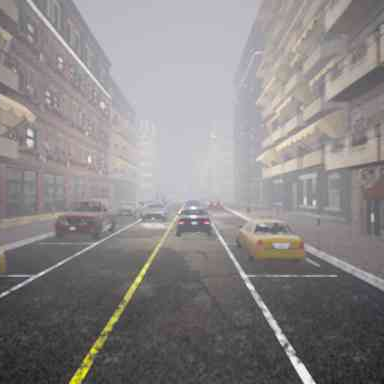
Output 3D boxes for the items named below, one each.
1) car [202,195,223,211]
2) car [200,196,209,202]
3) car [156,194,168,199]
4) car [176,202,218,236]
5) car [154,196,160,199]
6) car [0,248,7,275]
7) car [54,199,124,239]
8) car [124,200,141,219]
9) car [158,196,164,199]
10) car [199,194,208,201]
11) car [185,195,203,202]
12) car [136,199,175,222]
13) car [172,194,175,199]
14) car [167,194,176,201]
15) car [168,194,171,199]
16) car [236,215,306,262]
[{"bbox_3d":[2.603,1.392,39.471,1.967,1.590,4.097,1,0,0],"label":"car"},{"bbox_3d":[2.624,1.488,72.766,1.802,1.307,4.206,1,0,0],"label":"car"},{"bbox_3d":[-5.271,1.489,50.554,2.008,1.369,4.403,1,0,0],"label":"car"},{"bbox_3d":[0.111,1.525,18.305,2.033,1.411,5.357,0,0,0],"label":"car"},{"bbox_3d":[-5.279,1.535,39.455,1.802,1.307,4.206,1,0,0],"label":"car"},{"bbox_3d":[-5.301,1.519,5.991,1.752,1.417,4.829,1,0,0],"label":"car"},{"bbox_3d":[-5.291,1.295,17.259,2.192,1.841,5.009,1,0,0],"label":"car"},{"bbox_3d":[-5.286,1.518,28.358,2.008,1.369,4.403,1,0,0],"label":"car"},{"bbox_3d":[-5.275,1.528,45.004,1.802,1.307,4.206,1,0,0],"label":"car"},{"bbox_3d":[2.630,1.339,78.315,1.967,1.590,4.097,1,0,0],"label":"car"},{"bbox_3d":[0.130,1.428,41.200,1.882,1.535,5.008,0,0,0],"label":"car"},{"bbox_3d":[-2.732,1.516,26.149,2.033,1.411,5.357,0,0,0],"label":"car"},{"bbox_3d":[-5.257,1.482,78.298,1.802,1.307,4.206,1,0,0],"label":"car"},{"bbox_3d":[-5.255,1.332,83.847,1.967,1.590,4.097,1,0,0],"label":"car"},{"bbox_3d":[-5.264,1.246,56.102,2.192,1.841,5.009,1,0,0],"label":"car"},{"bbox_3d":[2.583,1.511,11.896,1.752,1.417,4.829,1,0,0],"label":"car"}]
